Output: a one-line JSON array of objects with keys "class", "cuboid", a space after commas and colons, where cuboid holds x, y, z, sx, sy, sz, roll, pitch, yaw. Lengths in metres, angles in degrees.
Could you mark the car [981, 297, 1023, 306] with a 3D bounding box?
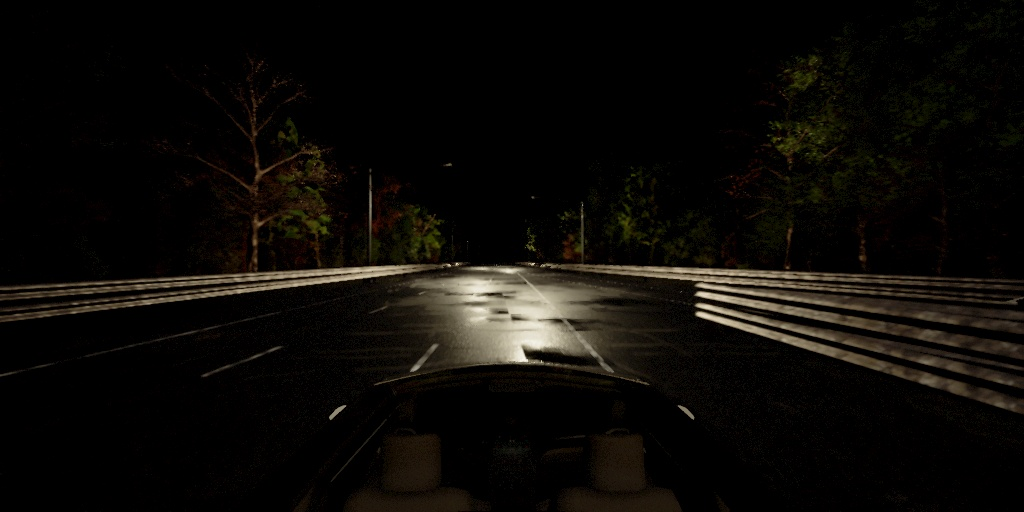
[{"class": "car", "cuboid": [11.823, 1.377, 7.407, 1.812, 1.442, 4.674, 0, -1, -12]}]
